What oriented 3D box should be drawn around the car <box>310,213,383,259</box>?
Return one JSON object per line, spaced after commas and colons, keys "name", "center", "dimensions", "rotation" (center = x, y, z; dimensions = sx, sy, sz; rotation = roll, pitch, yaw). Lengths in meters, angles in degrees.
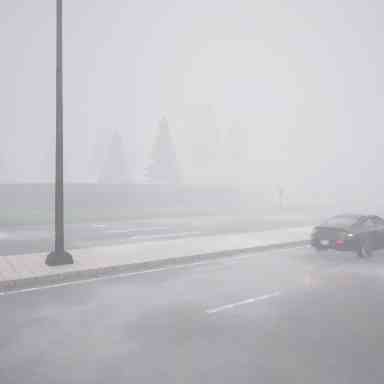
{"name": "car", "center": [6.362, 1.526, 12.584], "dimensions": [4.674, 1.442, 1.812], "rotation": [0, 0, -36]}
